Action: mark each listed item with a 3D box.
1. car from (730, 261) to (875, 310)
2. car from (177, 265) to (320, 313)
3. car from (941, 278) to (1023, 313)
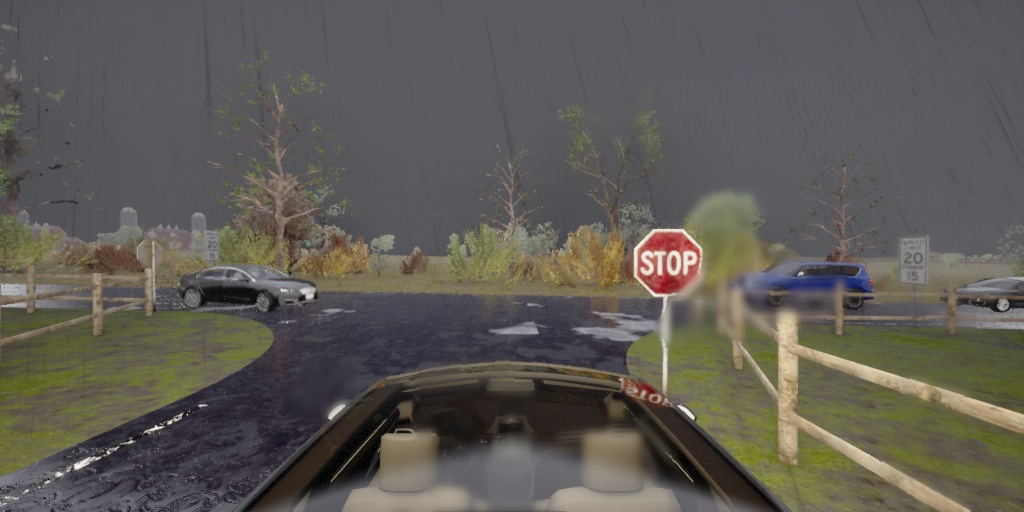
[{"bbox_3d":[13.252,1.261,16.514,5.566,2.045,2.150,1,1,0],"label":"car"},{"bbox_3d":[-9.466,1.090,12.988,4.902,1.511,2.128,1,1,11],"label":"car"},{"bbox_3d":[22.871,1.750,16.502,4.892,1.490,1.837,1,1,0],"label":"car"}]
